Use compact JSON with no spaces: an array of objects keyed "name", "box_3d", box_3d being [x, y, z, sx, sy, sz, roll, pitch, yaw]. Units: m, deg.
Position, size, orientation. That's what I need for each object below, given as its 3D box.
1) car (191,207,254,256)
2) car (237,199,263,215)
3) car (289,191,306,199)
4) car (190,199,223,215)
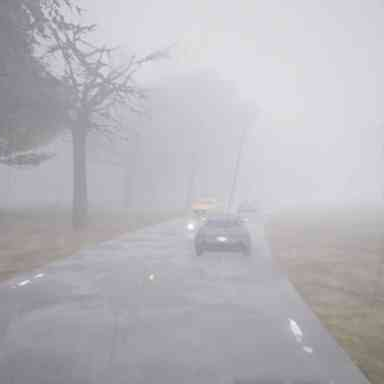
[{"name":"car","box_3d":[1.282,1.530,13.121,1.994,1.385,4.181,0,0,8]},{"name":"car","box_3d":[5.407,1.322,30.689,2.033,1.411,5.357,0,1,19]},{"name":"car","box_3d":[20.455,0.549,64.205,1.837,1.490,4.892,-1,2,40]},{"name":"car","box_3d":[1.322,1.303,28.233,1.882,1.535,5.008,0,1,17]}]
